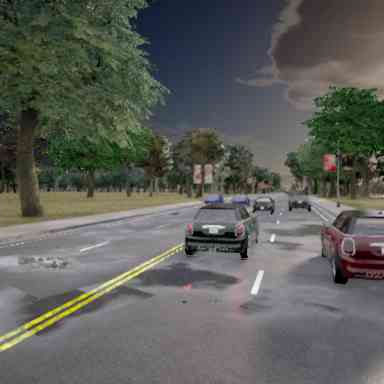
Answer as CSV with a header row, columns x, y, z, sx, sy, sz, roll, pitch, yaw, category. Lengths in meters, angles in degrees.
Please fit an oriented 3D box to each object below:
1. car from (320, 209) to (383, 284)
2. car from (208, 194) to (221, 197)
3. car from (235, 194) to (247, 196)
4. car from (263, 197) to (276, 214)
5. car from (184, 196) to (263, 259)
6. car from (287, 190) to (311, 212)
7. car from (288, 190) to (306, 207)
x,y,z,sx,sy,sz,roll,pitch,yaw,category
4.789,1.249,9.108,2.097,1.767,4.553,0,1,16,car
2.779,1.032,41.315,1.882,1.535,5.008,0,1,16,car
5.912,1.043,40.447,1.882,1.535,5.008,0,1,16,car
6.725,1.184,30.916,1.812,1.442,4.674,0,1,16,car
1.277,1.212,12.371,2.097,1.767,4.553,0,1,16,car
10.899,0.985,33.765,2.097,1.767,4.553,0,1,17,car
13.770,0.764,43.782,2.150,2.045,5.566,0,0,16,car
